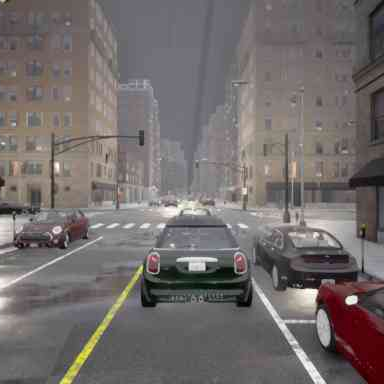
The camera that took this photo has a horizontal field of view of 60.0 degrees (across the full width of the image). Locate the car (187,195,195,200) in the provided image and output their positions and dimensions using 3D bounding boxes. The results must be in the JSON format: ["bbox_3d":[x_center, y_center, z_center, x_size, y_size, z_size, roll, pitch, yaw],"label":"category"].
[{"bbox_3d":[-0.269,1.533,90.149,1.994,1.385,4.181,0,0,0],"label":"car"}]

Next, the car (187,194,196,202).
[{"bbox_3d":[-0.198,1.698,80.173,1.895,1.301,4.718,0,0,0],"label":"car"}]

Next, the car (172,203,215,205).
[{"bbox_3d":[0.135,1.495,15.443,2.128,1.511,4.902,0,0,0],"label":"car"}]

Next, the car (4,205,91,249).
[{"bbox_3d":[-5.816,1.443,14.252,1.967,1.590,4.097,0,0,0],"label":"car"}]

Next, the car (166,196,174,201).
[{"bbox_3d":[-6.131,1.718,91.170,1.947,1.339,4.313,0,0,0],"label":"car"}]

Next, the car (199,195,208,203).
[{"bbox_3d":[2.512,1.533,74.699,1.967,1.590,4.097,0,0,0],"label":"car"}]

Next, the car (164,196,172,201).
[{"bbox_3d":[-6.092,1.712,85.661,1.802,1.307,4.206,0,0,0],"label":"car"}]

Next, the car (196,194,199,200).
[{"bbox_3d":[2.551,1.392,69.192,2.192,1.841,5.009,0,0,0],"label":"car"}]

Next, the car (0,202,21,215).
[{"bbox_3d":[-16.318,1.528,30.289,4.718,1.301,1.895,0,0,0],"label":"car"}]

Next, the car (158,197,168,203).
[{"bbox_3d":[-5.975,1.658,69.138,1.802,1.307,4.206,0,0,0],"label":"car"}]

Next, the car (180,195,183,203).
[{"bbox_3d":[-3.131,1.655,60.106,1.895,1.301,4.718,0,0,0],"label":"car"}]

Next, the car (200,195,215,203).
[{"bbox_3d":[2.667,1.584,52.671,1.887,1.381,4.507,0,0,0],"label":"car"}]

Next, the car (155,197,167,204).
[{"bbox_3d":[-5.936,1.606,63.630,1.887,1.381,4.507,0,0,0],"label":"car"}]

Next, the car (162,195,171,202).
[{"bbox_3d":[-6.052,1.550,80.154,1.967,1.590,4.097,0,0,0],"label":"car"}]

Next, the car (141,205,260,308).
[{"bbox_3d":[0.068,1.354,8.071,2.097,1.767,4.553,0,0,-1],"label":"car"}]

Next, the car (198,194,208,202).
[{"bbox_3d":[2.588,1.588,63.855,1.752,1.417,4.829,0,0,0],"label":"car"}]

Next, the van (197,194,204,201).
[{"bbox_3d":[2.396,1.494,91.220,1.690,1.788,3.998,0,0,0],"label":"van"}]

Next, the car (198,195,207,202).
[{"bbox_3d":[2.473,1.551,80.205,1.967,1.590,4.097,0,0,0],"label":"car"}]

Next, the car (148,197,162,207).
[{"bbox_3d":[-5.858,1.590,52.614,2.008,1.369,4.403,0,0,0],"label":"car"}]

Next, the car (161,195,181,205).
[{"bbox_3d":[-3.078,1.583,50.289,2.033,1.411,5.357,0,0,-1],"label":"car"}]

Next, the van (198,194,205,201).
[{"bbox_3d":[2.435,1.472,85.714,1.690,1.788,3.998,0,0,0],"label":"van"}]

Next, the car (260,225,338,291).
[{"bbox_3d":[2.696,1.552,8.744,2.008,1.369,4.403,0,0,0],"label":"car"}]

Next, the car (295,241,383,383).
[{"bbox_3d":[2.683,1.545,3.252,1.887,1.381,4.507,0,0,0],"label":"car"}]
